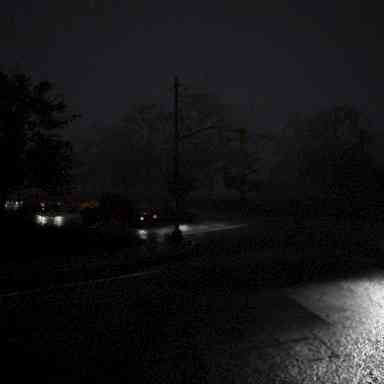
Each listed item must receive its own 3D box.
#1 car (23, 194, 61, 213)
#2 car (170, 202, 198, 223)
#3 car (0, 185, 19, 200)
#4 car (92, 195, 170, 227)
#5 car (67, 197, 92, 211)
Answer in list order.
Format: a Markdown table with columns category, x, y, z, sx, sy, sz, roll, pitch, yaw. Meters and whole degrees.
| category | x | y | z | sx | sy | sz | roll | pitch | yaw |
| --- | --- | --- | --- | --- | --- | --- | --- | --- | --- |
| car | -14.861 | 1.080 | 32.914 | 4.553 | 1.767 | 2.097 | 2 | 2 | 41 |
| car | -1.733 | 1.508 | 26.066 | 5.008 | 1.535 | 1.882 | 1 | 1 | 41 |
| car | -27.046 | 0.094 | 48.353 | 5.566 | 2.045 | 2.150 | 3 | 2 | 41 |
| car | -4.521 | 1.254 | 23.853 | 5.566 | 2.045 | 2.150 | 1 | 1 | 41 |
| car | -10.862 | 1.268 | 34.065 | 5.008 | 1.535 | 1.882 | 3 | 2 | 41 |
